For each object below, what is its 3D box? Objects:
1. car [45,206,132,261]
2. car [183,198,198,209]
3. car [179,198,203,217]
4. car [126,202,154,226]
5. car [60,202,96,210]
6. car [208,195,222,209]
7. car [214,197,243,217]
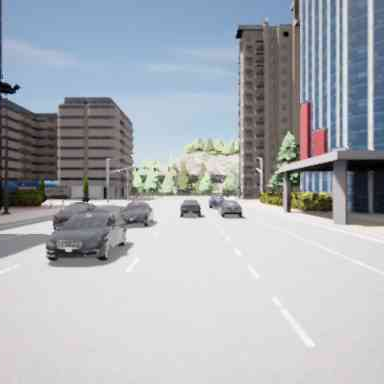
[{"bbox_3d":[-3.663,1.479,12.276,1.837,1.490,4.892,0,0,0],"label":"car"},{"bbox_3d":[-0.214,1.484,43.983,1.895,1.301,4.718,0,0,0],"label":"car"},{"bbox_3d":[-0.111,1.425,30.100,1.837,1.490,4.892,0,0,0],"label":"car"},{"bbox_3d":[-3.710,1.451,22.743,1.837,1.490,4.892,0,0,0],"label":"car"},{"bbox_3d":[-7.124,1.437,21.161,1.882,1.535,5.008,0,0,0],"label":"car"},{"bbox_3d":[3.287,1.229,44.179,2.097,1.767,4.553,0,0,0],"label":"car"},{"bbox_3d":[3.388,1.462,29.935,2.033,1.411,5.357,0,0,0],"label":"car"}]
